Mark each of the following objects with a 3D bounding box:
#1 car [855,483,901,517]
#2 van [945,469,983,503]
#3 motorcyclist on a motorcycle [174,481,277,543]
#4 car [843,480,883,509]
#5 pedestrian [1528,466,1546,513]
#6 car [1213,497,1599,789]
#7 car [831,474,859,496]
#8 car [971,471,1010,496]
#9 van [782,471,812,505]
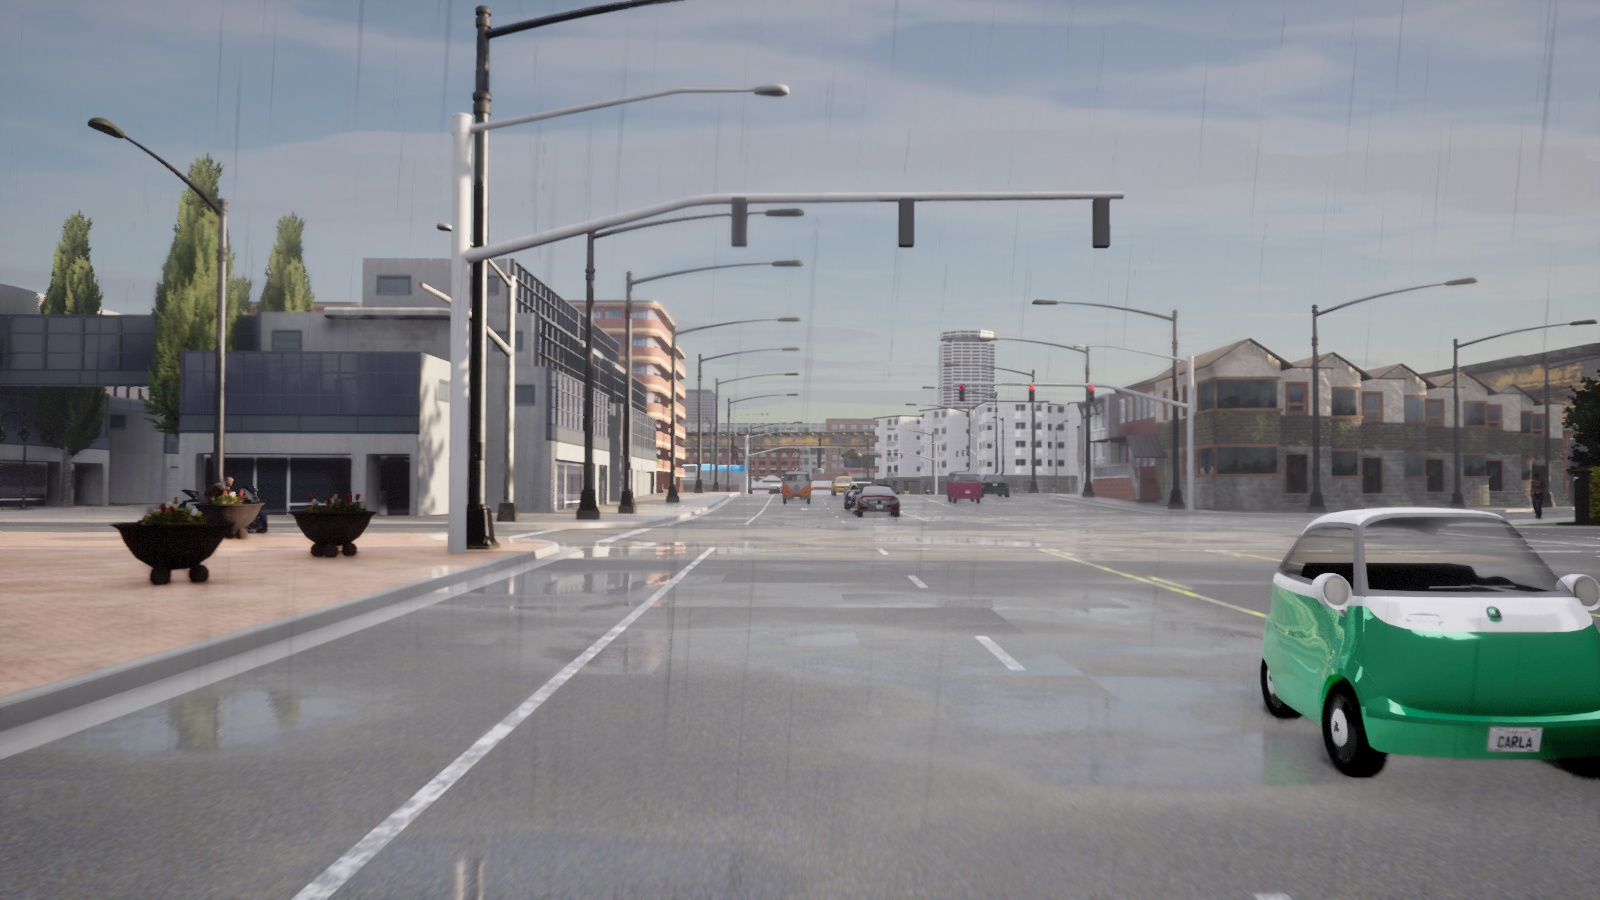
[{"bbox_3d":[3.420,2.185,55.815,1.812,1.442,4.674,0,-2,1],"label":"car"},{"bbox_3d":[10.312,2.248,79.334,1.775,1.987,4.442,0,0,0],"label":"van"},{"bbox_3d":[-14.523,1.559,31.791,2.191,1.530,0.866,0,-2,0],"label":"motorcyclist on a motorcycle"},{"bbox_3d":[3.342,2.378,67.200,1.970,1.475,3.806,0,-1,0],"label":"car"},{"bbox_3d":[28.927,1.551,49.312,0.869,1.805,0.328,1,-2,-42],"label":"pedestrian"},{"bbox_3d":[3.483,0.977,7.203,1.481,1.376,2.207,0,-1,0],"label":"car"},{"bbox_3d":[3.297,2.558,92.829,1.801,1.575,5.366,0,-1,-1],"label":"car"},{"bbox_3d":[13.784,2.409,90.948,2.097,1.767,4.553,0,-1,0],"label":"car"},{"bbox_3d":[-0.181,2.278,76.403,1.775,1.987,4.442,0,0,0],"label":"van"}]
